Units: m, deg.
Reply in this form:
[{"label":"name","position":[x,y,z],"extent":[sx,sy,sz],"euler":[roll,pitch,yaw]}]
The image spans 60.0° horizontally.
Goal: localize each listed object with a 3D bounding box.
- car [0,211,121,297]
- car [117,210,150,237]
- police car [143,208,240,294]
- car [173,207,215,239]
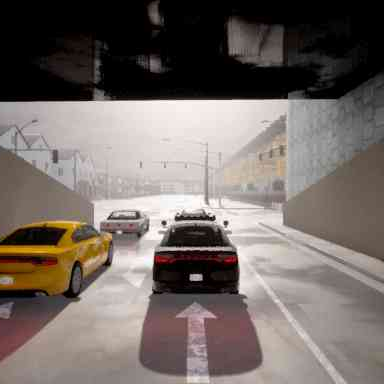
[{"label":"car","position":[-3.412,1.478,8.606],"extent":[1.882,1.535,5.008],"euler":[0,0,0]},{"label":"car","position":[-3.410,1.601,17.848],"extent":[1.895,1.301,4.718],"euler":[0,0,0]},{"label":"police car","position":[0.084,1.425,8.932],"extent":[1.930,1.638,5.238],"euler":[0,0,0]},{"label":"car","position":[0.088,1.564,17.894],"extent":[1.994,1.385,4.181],"euler":[0,0,0]}]
